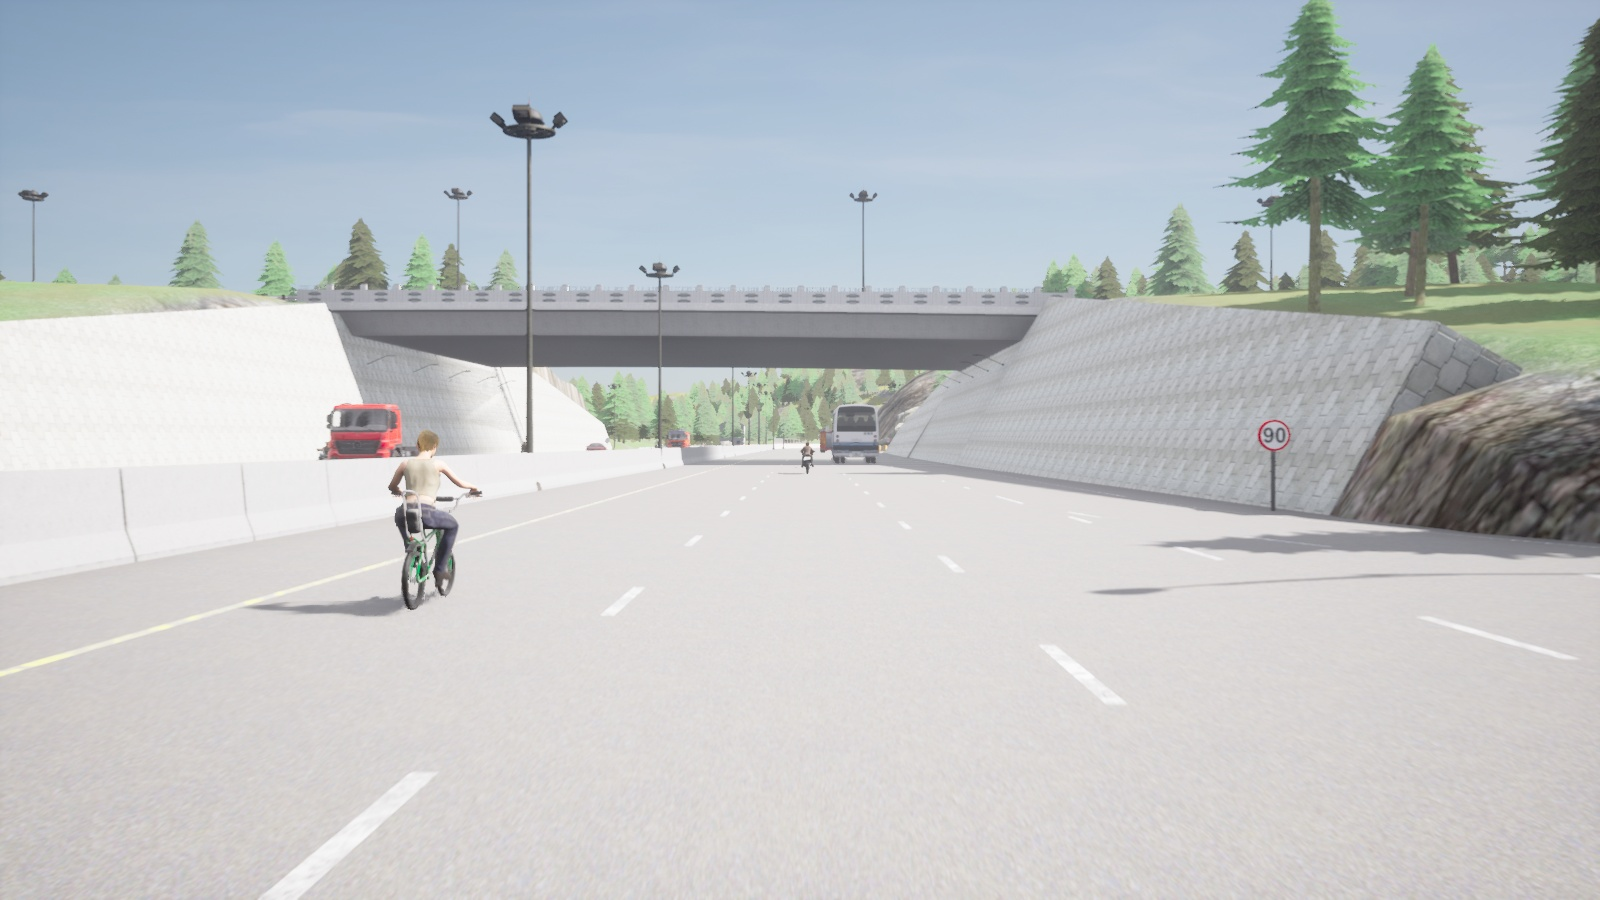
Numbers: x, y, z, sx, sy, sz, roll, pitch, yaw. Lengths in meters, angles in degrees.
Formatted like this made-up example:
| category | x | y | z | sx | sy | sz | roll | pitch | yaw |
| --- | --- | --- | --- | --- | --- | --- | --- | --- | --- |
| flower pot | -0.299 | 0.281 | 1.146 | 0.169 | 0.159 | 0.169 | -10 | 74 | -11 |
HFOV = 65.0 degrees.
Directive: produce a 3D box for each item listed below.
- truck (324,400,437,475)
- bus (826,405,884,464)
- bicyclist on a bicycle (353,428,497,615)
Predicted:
| category | x | y | z | sx | sy | sz | roll | pitch | yaw |
| --- | --- | --- | --- | --- | --- | --- | --- | --- | --- |
| truck | -20.630 | -0.603 | 62.321 | 2.891 | 3.462 | 7.936 | 0 | 0 | 0 |
| bus | 4.058 | -1.164 | 95.275 | 3.944 | 4.253 | 10.273 | 0 | 0 | 0 |
| bicyclist on a bicycle | -3.424 | 0.615 | 11.612 | 0.866 | 1.612 | 1.509 | 0 | 0 | 1 |
